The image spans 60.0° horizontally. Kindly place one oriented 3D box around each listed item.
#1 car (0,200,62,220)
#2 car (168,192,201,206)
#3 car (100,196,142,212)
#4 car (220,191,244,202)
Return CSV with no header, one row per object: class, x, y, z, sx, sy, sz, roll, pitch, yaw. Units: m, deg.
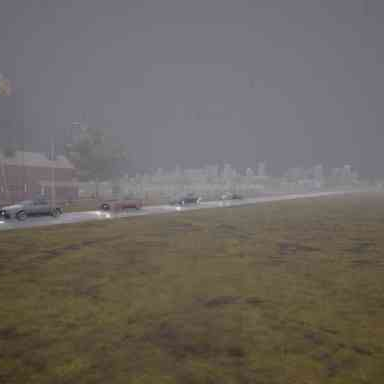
car,-11.925,1.267,24.736,1.994,1.385,4.181,1,2,34
car,-0.847,0.826,39.975,1.837,1.490,4.892,1,2,36
car,-6.730,1.090,31.872,1.994,1.385,4.181,1,2,36
car,5.928,0.574,49.236,2.128,1.511,4.902,1,2,37
